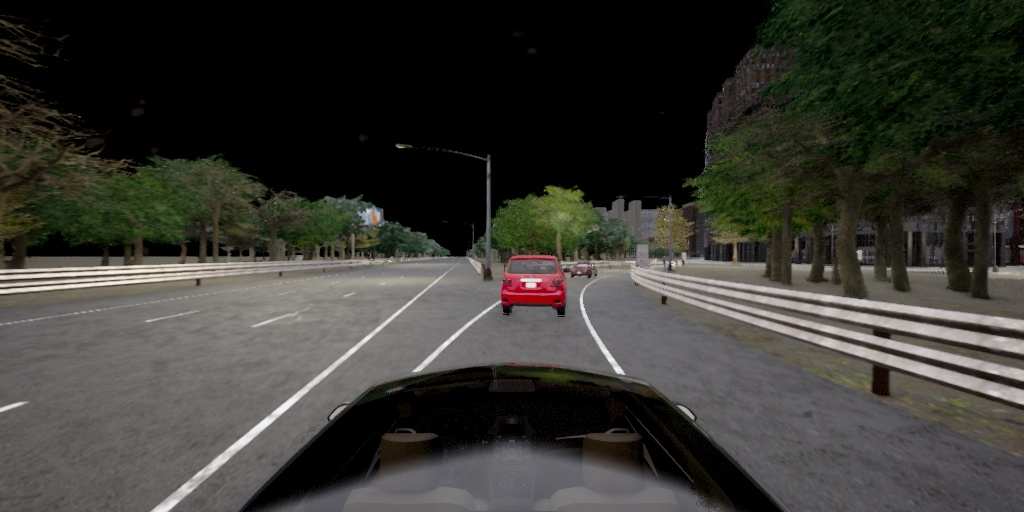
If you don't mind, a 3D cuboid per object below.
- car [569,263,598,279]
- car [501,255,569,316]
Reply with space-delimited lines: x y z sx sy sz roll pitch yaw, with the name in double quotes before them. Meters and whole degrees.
"car" 6.932 1.340 34.326 1.812 1.442 4.674 0 0 23
"car" 1.000 1.009 13.754 2.150 2.045 5.566 0 0 9
